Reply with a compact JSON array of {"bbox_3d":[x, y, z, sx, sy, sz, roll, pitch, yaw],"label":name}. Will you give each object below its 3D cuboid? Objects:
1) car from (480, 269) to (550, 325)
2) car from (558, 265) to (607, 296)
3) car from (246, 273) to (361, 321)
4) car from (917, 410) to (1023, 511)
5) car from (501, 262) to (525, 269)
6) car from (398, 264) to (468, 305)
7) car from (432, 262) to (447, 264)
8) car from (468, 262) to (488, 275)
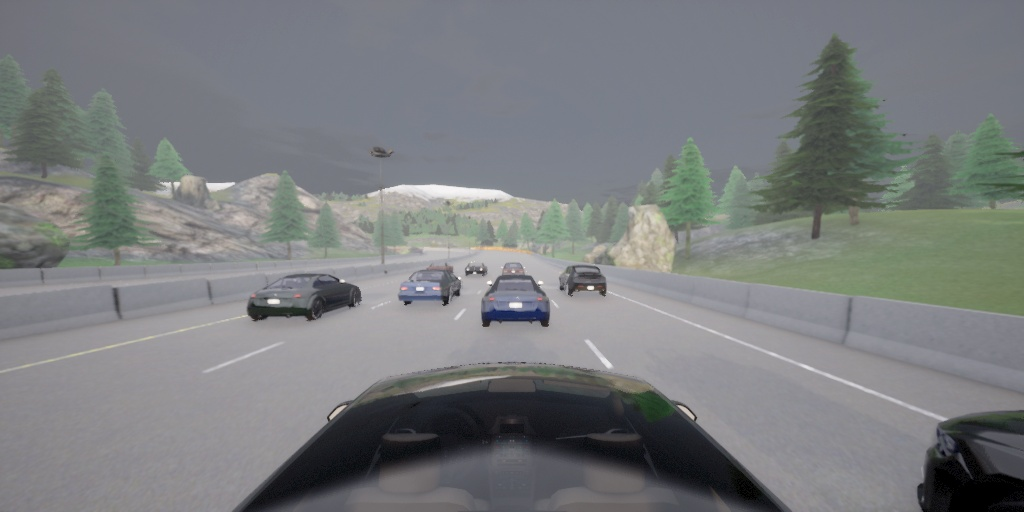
[{"bbox_3d":[0.100,1.283,11.622,1.994,1.385,4.181,0,0,0],"label":"car"},{"bbox_3d":[3.600,1.201,18.826,1.837,1.490,4.892,0,0,0],"label":"car"},{"bbox_3d":[-6.900,1.281,12.386,1.994,1.385,4.181,0,0,0],"label":"car"},{"bbox_3d":[3.600,1.246,0.299,2.128,1.511,4.902,0,0,0],"label":"car"},{"bbox_3d":[0.100,1.210,29.439,2.033,1.411,5.357,0,0,0],"label":"car"},{"bbox_3d":[-3.400,1.253,15.762,2.033,1.411,5.357,0,0,0],"label":"car"},{"bbox_3d":[-6.900,1.247,34.894,1.895,1.301,4.718,0,0,0],"label":"car"},{"bbox_3d":[-3.400,1.247,34.903,1.895,1.301,4.718,0,0,0],"label":"car"}]
